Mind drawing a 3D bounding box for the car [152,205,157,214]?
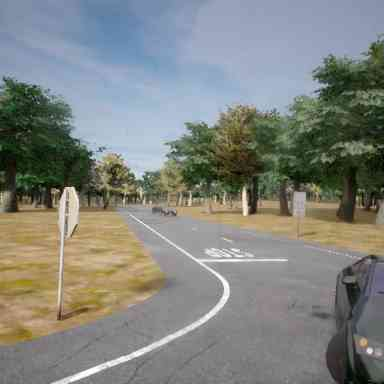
[{"bbox_3d":[-5.709,2.959,56.887,1.882,1.535,5.008,3,-2,-14],"label":"car"}]

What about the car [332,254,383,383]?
[{"bbox_3d":[3.113,1.643,4.634,1.994,1.385,4.181,1,-1,22],"label":"car"}]

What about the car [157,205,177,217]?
[{"bbox_3d":[-3.457,2.848,48.040,1.895,1.301,4.718,3,-2,-13],"label":"car"}]
